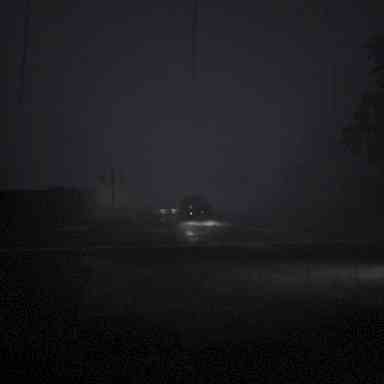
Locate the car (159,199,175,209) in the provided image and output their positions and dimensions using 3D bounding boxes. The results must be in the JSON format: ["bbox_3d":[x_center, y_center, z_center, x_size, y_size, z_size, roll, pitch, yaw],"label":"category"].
[{"bbox_3d":[-3.704,1.728,48.137,1.837,1.490,4.892,0,0,-13],"label":"car"}]

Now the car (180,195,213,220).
[{"bbox_3d":[0.282,1.340,30.182,2.150,2.045,5.566,0,0,-12],"label":"car"}]
